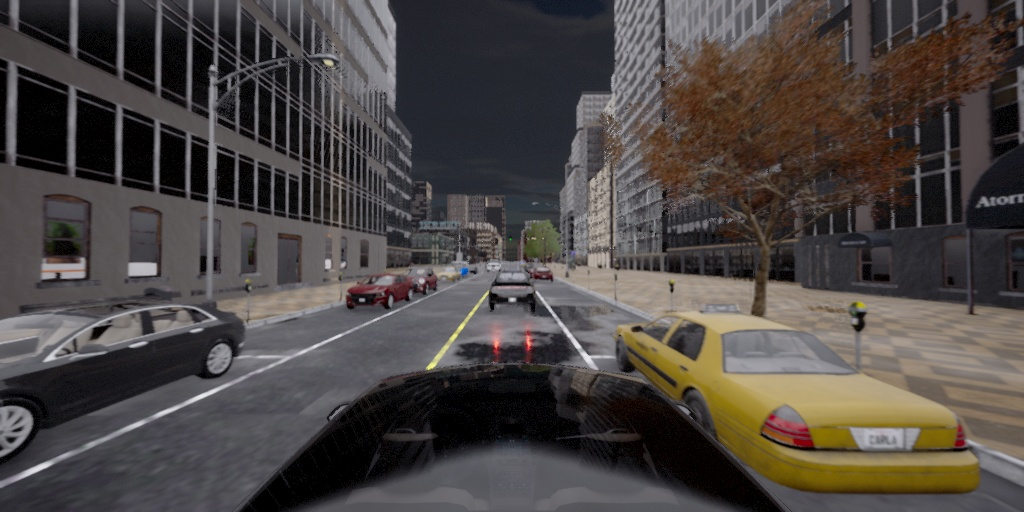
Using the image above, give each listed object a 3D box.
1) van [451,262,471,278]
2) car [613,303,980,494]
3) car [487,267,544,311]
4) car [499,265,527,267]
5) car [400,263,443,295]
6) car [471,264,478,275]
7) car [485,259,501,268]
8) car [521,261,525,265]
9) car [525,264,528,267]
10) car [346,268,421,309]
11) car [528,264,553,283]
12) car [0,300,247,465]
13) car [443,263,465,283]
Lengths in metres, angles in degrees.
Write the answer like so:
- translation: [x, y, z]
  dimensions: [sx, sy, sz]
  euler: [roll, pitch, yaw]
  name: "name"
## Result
- translation: [-5.654, 1.474, 37.971]
  dimensions: [1.690, 1.789, 3.998]
  euler: [0, 0, 0]
  name: "van"
- translation: [2.694, 1.307, 4.899]
  dimensions: [1.751, 1.417, 4.829]
  euler: [0, 0, 0]
  name: "car"
- translation: [0.032, 1.387, 15.347]
  dimensions: [2.128, 1.511, 4.902]
  euler: [0, 0, 0]
  name: "car"
- translation: [0.043, 1.651, 30.096]
  dimensions: [1.895, 1.301, 4.718]
  euler: [0, -1, 0]
  name: "car"
- translation: [-5.670, 1.398, 21.355]
  dimensions: [1.967, 1.591, 4.097]
  euler: [0, 0, 0]
  name: "car"
- translation: [-5.643, 1.816, 49.049]
  dimensions: [1.948, 1.339, 4.313]
  euler: [0, 0, 0]
  name: "car"
- translation: [-2.952, 1.585, 59.342]
  dimensions: [2.150, 2.045, 5.566]
  euler: [0, -1, 0]
  name: "car"
- translation: [2.743, 1.874, 54.580]
  dimensions: [1.948, 1.339, 4.313]
  euler: [0, 0, 0]
  name: "car"
- translation: [2.727, 1.573, 37.963]
  dimensions: [1.967, 1.591, 4.097]
  euler: [0, 0, 0]
  name: "car"
- translation: [-5.676, 1.445, 15.815]
  dimensions: [1.888, 1.381, 4.507]
  euler: [0, 0, 0]
  name: "car"
- translation: [2.721, 1.619, 32.424]
  dimensions: [1.888, 1.381, 4.507]
  euler: [0, 0, 0]
  name: "car"
- translation: [-5.687, 1.333, 4.737]
  dimensions: [2.007, 1.370, 4.403]
  euler: [0, 0, 0]
  name: "car"
- translation: [-5.660, 1.601, 32.262]
  dimensions: [1.751, 1.417, 4.829]
  euler: [0, 0, 0]
  name: "car"
